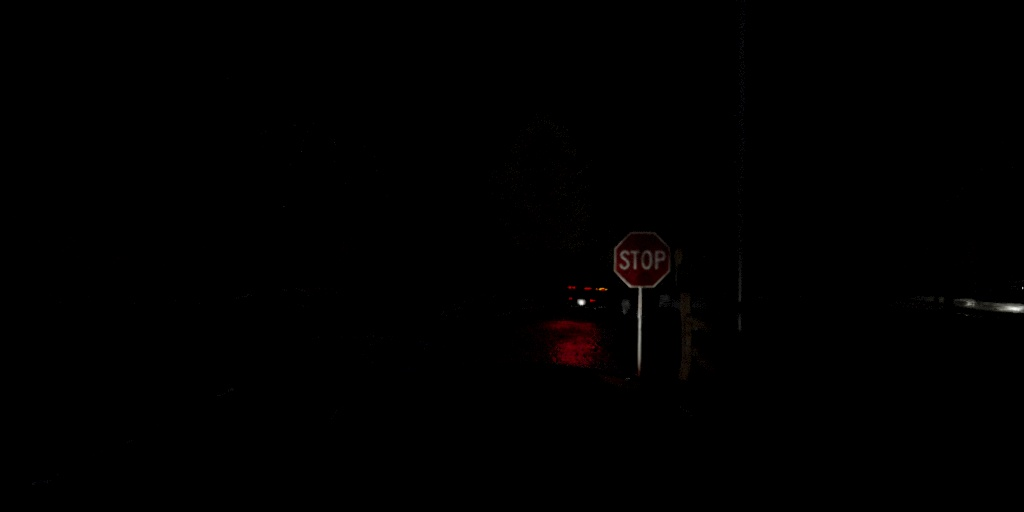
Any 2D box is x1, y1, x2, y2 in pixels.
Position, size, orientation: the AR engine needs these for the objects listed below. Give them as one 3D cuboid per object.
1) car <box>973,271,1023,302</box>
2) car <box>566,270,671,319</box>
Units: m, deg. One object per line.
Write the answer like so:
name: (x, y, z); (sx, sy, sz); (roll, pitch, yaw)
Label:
car: (25.791, 1.448, 17.510); (5.008, 1.535, 1.882); (1, 1, 0)
car: (3.932, 1.234, 12.862); (4.892, 1.490, 1.837); (2, -2, -44)
